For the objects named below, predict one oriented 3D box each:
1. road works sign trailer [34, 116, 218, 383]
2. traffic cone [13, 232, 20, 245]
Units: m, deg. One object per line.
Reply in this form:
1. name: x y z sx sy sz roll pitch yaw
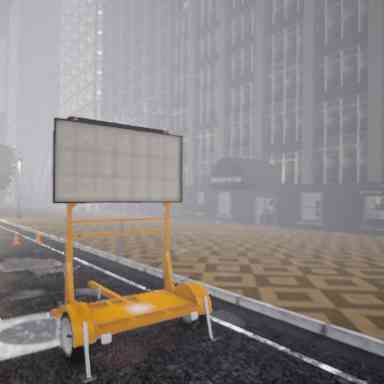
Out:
1. road works sign trailer: -1.302 0.598 5.917 2.380 3.560 2.880 1 -2 -37
2. traffic cone: -8.738 2.298 16.533 0.340 0.580 0.340 1 -2 -38
